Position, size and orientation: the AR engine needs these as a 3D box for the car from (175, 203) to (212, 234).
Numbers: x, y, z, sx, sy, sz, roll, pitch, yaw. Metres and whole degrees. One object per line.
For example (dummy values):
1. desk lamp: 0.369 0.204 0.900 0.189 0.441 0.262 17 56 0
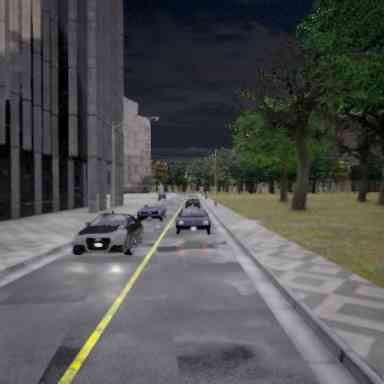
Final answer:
1. car: 0.077 1.549 18.907 1.895 1.301 4.718 0 0 0

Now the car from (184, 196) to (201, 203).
1. car: 0.087 1.292 42.789 1.837 1.490 4.892 0 0 0

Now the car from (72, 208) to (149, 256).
1. car: -3.054 1.538 12.880 1.994 1.385 4.181 0 0 0

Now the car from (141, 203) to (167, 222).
1. car: -3.006 1.510 25.868 1.895 1.301 4.718 0 0 0
